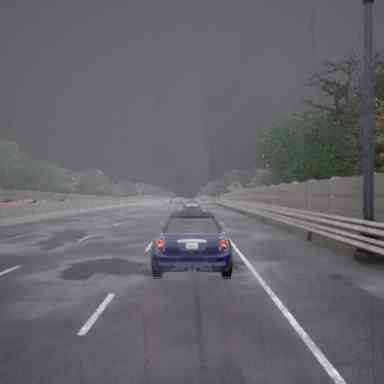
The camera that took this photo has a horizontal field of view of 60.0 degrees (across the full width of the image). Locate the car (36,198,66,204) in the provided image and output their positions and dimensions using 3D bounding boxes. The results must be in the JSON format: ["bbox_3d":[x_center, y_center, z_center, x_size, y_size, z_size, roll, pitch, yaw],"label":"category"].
[{"bbox_3d":[-17.504,1.656,42.498,2.097,1.767,4.553,0,-1,0],"label":"car"}]

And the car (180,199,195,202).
[{"bbox_3d":[-0.004,1.648,31.449,1.812,1.442,4.674,0,-1,0],"label":"car"}]

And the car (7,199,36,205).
[{"bbox_3d":[-21.004,1.753,42.466,1.882,1.535,5.008,0,-1,0],"label":"car"}]

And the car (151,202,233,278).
[{"bbox_3d":[0.000,1.354,10.341,2.097,1.767,4.553,0,0,0],"label":"car"}]

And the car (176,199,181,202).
[{"bbox_3d":[-3.509,2.820,93.339,2.128,1.511,4.902,0,-2,0],"label":"car"}]

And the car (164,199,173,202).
[{"bbox_3d":[-7.009,2.836,93.755,1.812,1.442,4.674,0,-2,0],"label":"car"}]

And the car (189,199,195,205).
[{"bbox_3d":[-0.009,2.836,93.756,1.812,1.442,4.674,0,-2,0],"label":"car"}]

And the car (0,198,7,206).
[{"bbox_3d":[-24.504,1.622,42.497,2.097,1.767,4.553,0,-1,0],"label":"car"}]
